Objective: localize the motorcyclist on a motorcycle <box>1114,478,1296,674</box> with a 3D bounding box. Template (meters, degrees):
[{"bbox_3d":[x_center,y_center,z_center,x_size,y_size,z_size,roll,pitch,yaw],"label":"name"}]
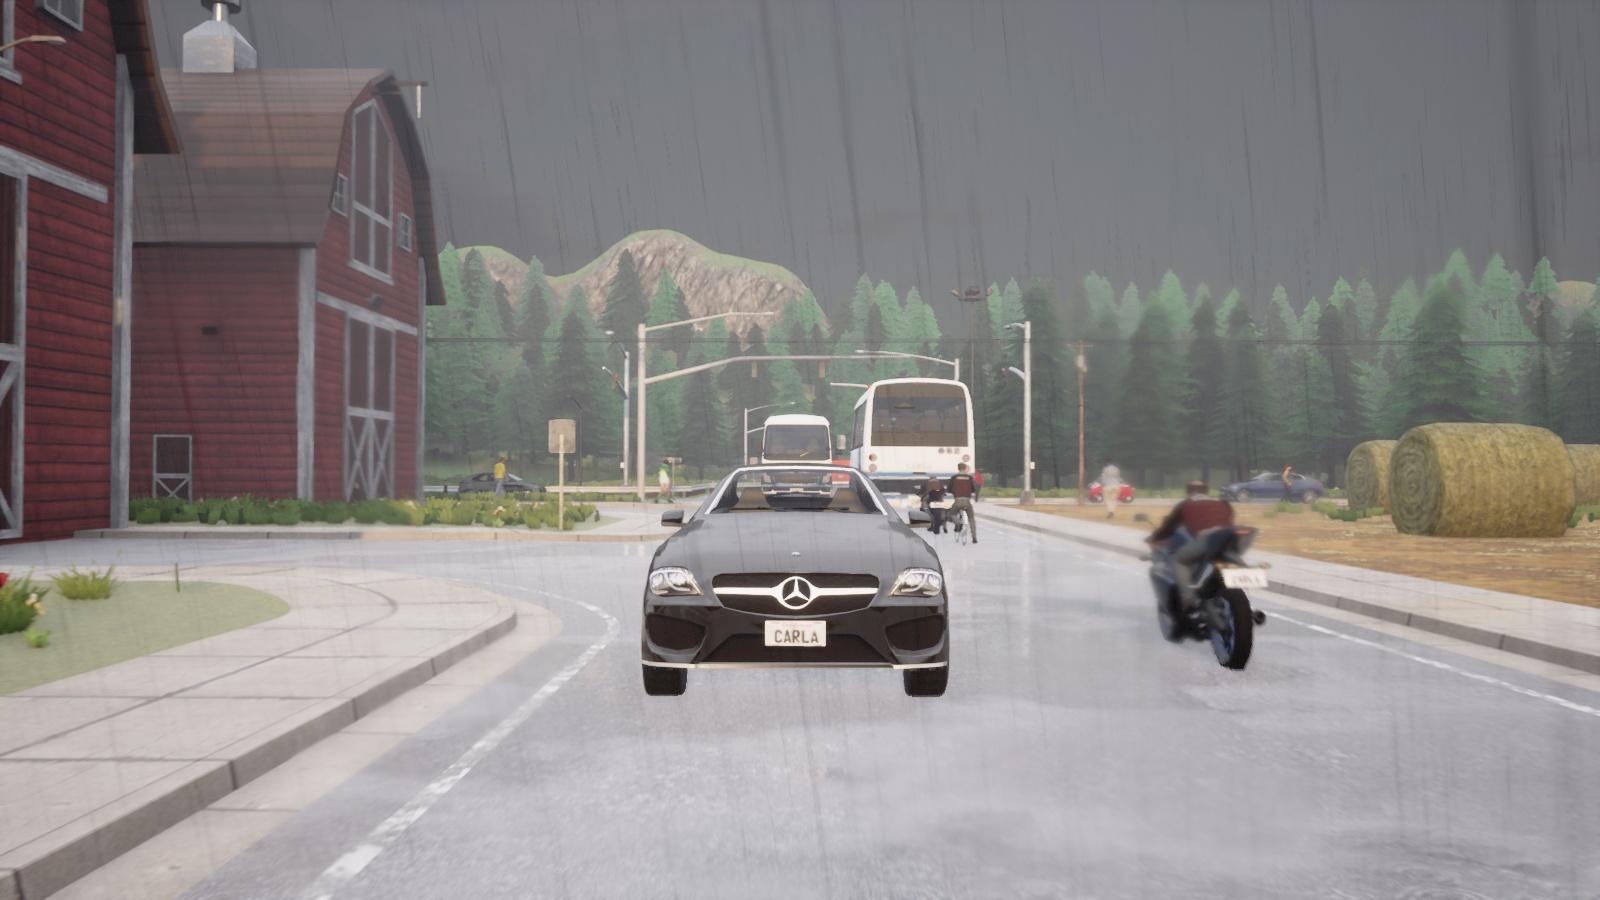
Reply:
[{"bbox_3d":[3.473,1.020,11.018,0.866,1.530,2.191,0,-1,0],"label":"motorcyclist on a motorcycle"}]

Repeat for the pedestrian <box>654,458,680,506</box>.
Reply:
[{"bbox_3d":[-5.531,1.325,52.145,0.873,1.952,0.659,0,-1,-31],"label":"pedestrian"}]

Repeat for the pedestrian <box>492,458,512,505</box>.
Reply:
[{"bbox_3d":[-11.787,1.235,49.640,0.706,1.836,0.354,1,-1,-40],"label":"pedestrian"}]

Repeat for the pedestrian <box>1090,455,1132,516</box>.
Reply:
[{"bbox_3d":[9.535,1.078,38.557,0.874,1.855,0.900,0,-1,-24],"label":"pedestrian"}]

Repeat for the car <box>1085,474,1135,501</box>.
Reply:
[{"bbox_3d":[15.927,1.912,64.497,2.207,1.376,1.481,0,-1,1],"label":"car"}]

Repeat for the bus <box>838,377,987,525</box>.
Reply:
[{"bbox_3d":[3.395,0.113,41.301,3.944,4.253,10.273,0,-1,0],"label":"bus"}]

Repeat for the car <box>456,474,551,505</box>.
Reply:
[{"bbox_3d":[-14.482,1.942,61.473,4.193,1.474,1.816,0,-1,1],"label":"car"}]

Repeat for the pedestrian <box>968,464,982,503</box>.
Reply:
[{"bbox_3d":[8.352,1.599,59.925,0.634,1.844,0.899,0,-1,11],"label":"pedestrian"}]

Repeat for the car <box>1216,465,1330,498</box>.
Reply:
[{"bbox_3d":[24.201,1.601,64.373,5.027,1.651,2.152,0,-1,1],"label":"car"}]

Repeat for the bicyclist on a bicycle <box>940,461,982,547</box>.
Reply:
[{"bbox_3d":[3.435,1.121,26.918,0.659,1.776,1.843,0,-1,0],"label":"bicyclist on a bicycle"}]

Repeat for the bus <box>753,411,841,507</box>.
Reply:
[{"bbox_3d":[-0.154,0.476,61.303,3.944,4.253,10.273,0,-1,0],"label":"bus"}]

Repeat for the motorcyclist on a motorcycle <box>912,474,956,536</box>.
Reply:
[{"bbox_3d":[3.422,1.376,32.266,0.866,1.530,2.191,0,-1,0],"label":"motorcyclist on a motorcycle"}]

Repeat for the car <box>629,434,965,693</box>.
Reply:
[{"bbox_3d":[-0.027,0.771,10.587,2.152,1.651,5.027,0,-1,0],"label":"car"}]

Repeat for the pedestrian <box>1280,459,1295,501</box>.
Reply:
[{"bbox_3d":[21.282,1.307,54.811,0.594,1.836,0.345,-1,-1,27],"label":"pedestrian"}]
